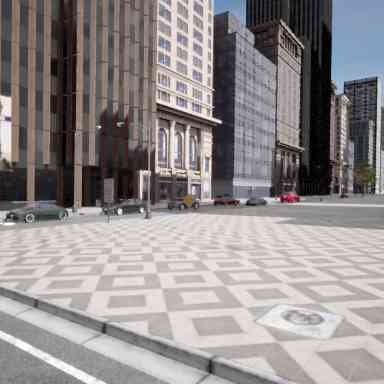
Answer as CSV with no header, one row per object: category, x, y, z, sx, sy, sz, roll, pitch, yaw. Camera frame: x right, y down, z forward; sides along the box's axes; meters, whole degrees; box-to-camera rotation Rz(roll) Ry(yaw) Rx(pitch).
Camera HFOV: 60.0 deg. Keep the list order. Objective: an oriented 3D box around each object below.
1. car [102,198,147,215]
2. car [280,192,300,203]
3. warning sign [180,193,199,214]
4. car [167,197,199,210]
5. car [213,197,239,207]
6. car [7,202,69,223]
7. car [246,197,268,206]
car,-6.435,1.377,31.988,1.837,1.490,4.892,1,1,35
car,18.014,0.990,61.020,2.150,2.045,5.566,1,1,36
warning sign,-0.242,1.077,30.668,1.300,1.860,1.060,1,1,35
car,-0.988,1.340,39.681,1.837,1.490,4.892,1,1,35
car,4.969,1.394,48.036,1.895,1.301,4.718,1,1,36
car,-11.446,1.470,24.911,1.994,1.385,4.181,1,1,35
car,9.603,1.396,49.116,1.994,1.385,4.181,1,1,35
